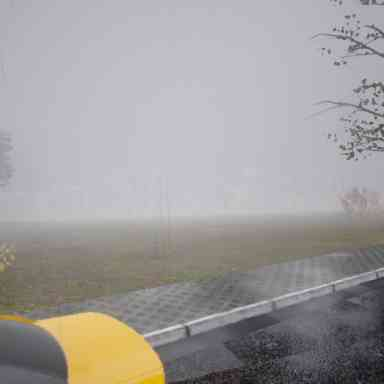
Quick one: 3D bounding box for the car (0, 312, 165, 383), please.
[{"bbox_3d":[-2.439,1.478,1.330,5.008,1.535,1.882,0,0,-36],"label":"car"}]
